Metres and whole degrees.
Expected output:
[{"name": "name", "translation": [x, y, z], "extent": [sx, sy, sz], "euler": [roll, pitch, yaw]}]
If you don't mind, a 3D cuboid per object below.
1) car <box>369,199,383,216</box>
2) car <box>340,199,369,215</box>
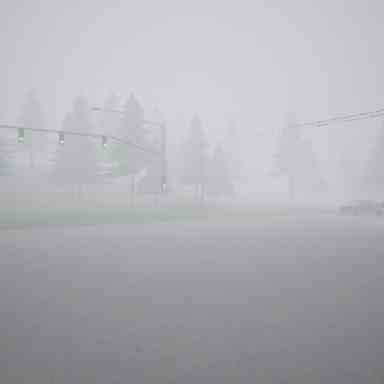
[{"name": "car", "translation": [19.472, 1.221, 31.218], "extent": [5.566, 2.045, 2.150], "euler": [0, 0, -32]}, {"name": "car", "translation": [17.117, 1.478, 33.878], "extent": [5.008, 1.535, 1.882], "euler": [0, 0, -32]}]
